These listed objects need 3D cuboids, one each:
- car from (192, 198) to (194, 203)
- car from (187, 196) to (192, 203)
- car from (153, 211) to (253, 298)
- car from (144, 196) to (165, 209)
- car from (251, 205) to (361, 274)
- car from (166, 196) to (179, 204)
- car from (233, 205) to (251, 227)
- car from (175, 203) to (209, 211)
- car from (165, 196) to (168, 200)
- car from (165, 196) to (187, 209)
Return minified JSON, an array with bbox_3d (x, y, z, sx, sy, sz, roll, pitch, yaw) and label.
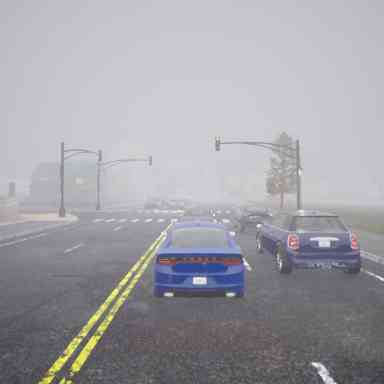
[{"bbox_3d":[-0.686,1.654,68.078,1.812,1.442,4.674,0,0,5],"label":"car"},{"bbox_3d":[-1.560,1.656,56.329,1.994,1.385,4.181,0,0,3],"label":"car"},{"bbox_3d":[0.160,1.483,8.598,1.882,1.535,5.008,0,0,0],"label":"car"},{"bbox_3d":[-5.389,1.576,46.255,1.837,1.490,4.892,0,0,3],"label":"car"},{"bbox_3d":[3.439,1.358,10.694,2.097,1.767,4.553,0,0,1],"label":"car"},{"bbox_3d":[-3.961,1.609,67.901,1.882,1.535,5.008,0,0,4],"label":"car"},{"bbox_3d":[3.596,1.520,19.846,1.837,1.490,4.892,0,0,1],"label":"car"},{"bbox_3d":[0.307,1.562,18.411,2.033,1.411,5.357,0,0,1],"label":"car"},{"bbox_3d":[-4.824,1.448,56.096,2.097,1.767,4.553,0,0,3],"label":"car"},{"bbox_3d":[-2.133,1.669,46.358,1.895,1.301,4.718,0,0,3],"label":"car"}]
